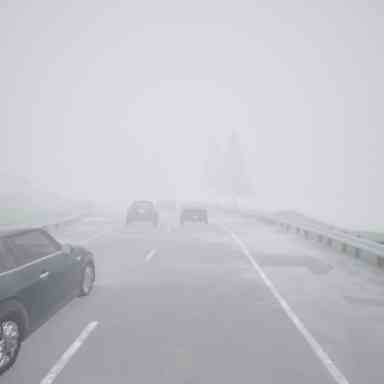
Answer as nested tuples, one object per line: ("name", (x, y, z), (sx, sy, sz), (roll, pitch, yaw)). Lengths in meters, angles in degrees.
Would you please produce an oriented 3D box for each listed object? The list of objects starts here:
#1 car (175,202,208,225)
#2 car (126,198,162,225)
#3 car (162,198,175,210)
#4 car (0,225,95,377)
("car", (0.000, 1.479, 24.398), (1.882, 1.535, 5.008), (0, 0, -5))
("car", (-3.499, 1.347, 24.171), (2.097, 1.767, 4.553), (0, 0, -4))
("car", (-3.426, 1.500, 42.058), (2.163, 1.488, 4.792), (0, 0, -16))
("car", (-3.270, 1.347, 5.705), (2.097, 1.767, 4.553), (0, 0, 1))
